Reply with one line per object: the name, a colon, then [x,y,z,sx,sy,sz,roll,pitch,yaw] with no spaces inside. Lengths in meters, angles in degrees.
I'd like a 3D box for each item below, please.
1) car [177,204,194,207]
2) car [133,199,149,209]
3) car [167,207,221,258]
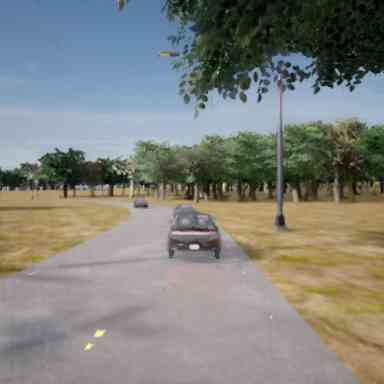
car: [-0.651,1.719,28.668,1.994,1.385,4.181,0,0,-5]
car: [-7.679,1.723,49.806,1.882,1.535,5.008,0,0,-15]
car: [0.076,1.558,13.089,2.128,1.511,4.902,0,0,0]
